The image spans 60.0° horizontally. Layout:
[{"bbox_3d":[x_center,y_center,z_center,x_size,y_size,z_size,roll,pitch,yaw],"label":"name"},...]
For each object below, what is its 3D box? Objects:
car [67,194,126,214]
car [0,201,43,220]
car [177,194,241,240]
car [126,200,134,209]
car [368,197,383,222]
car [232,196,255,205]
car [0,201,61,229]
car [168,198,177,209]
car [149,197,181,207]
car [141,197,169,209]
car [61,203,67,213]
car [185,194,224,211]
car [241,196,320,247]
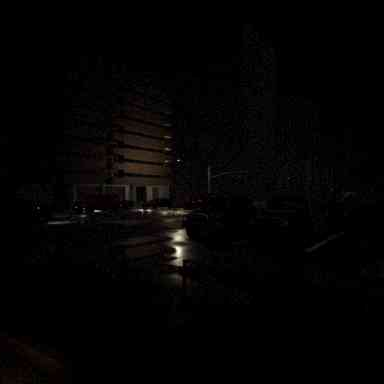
[{"bbox_3d":[-10.295,1.221,36.288,2.150,2.045,5.566,0,0,34],"label":"car"},{"bbox_3d":[-15.400,1.564,28.687,1.994,1.385,4.181,0,0,34],"label":"car"},{"bbox_3d":[1.553,1.153,15.995,1.932,1.855,4.605,0,0,34],"label":"car"},{"bbox_3d":[-9.942,1.547,43.095,2.033,1.411,5.357,0,0,34],"label":"car"},{"bbox_3d":[15.945,1.395,27.283,1.970,1.475,3.806,0,0,34],"label":"car"},{"bbox_3d":[9.168,1.491,58.649,2.128,1.511,4.902,0,0,34],"label":"car"},{"bbox_3d":[-11.584,1.547,21.441,2.033,1.411,5.357,0,0,34],"label":"car"},{"bbox_3d":[-0.531,1.477,44.202,1.882,1.535,5.008,0,0,34],"label":"car"},{"bbox_3d":[-4.110,1.547,51.711,2.033,1.411,5.357,0,0,35],"label":"car"},{"bbox_3d":[-4.487,1.547,44.925,2.033,1.411,5.357,0,0,34],"label":"car"},{"bbox_3d":[-15.317,1.601,35.090,1.895,1.301,4.718,0,0,34],"label":"car"},{"bbox_3d":[1.652,1.221,41.176,2.150,2.045,5.566,0,0,34],"label":"car"},{"bbox_3d":[3.920,1.156,14.329,1.905,1.878,3.866,0,0,34],"label":"car"}]
